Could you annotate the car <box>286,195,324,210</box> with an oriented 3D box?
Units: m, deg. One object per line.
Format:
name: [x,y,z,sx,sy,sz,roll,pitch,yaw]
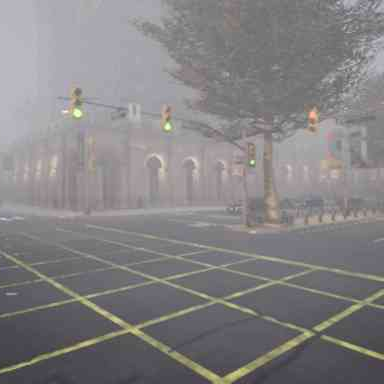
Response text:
car: [12.603,1.106,36.060,4.674,1.442,1.812,-1,1,-41]

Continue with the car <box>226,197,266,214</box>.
car: [5.101,1.188,29.484,4.892,1.490,1.837,-1,1,-41]

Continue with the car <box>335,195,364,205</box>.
car: [20.182,1.077,42.727,4.718,1.301,1.895,-1,1,-41]

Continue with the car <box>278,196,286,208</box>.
car: [10.972,1.157,38.838,4.718,1.301,1.895,-1,1,-41]
